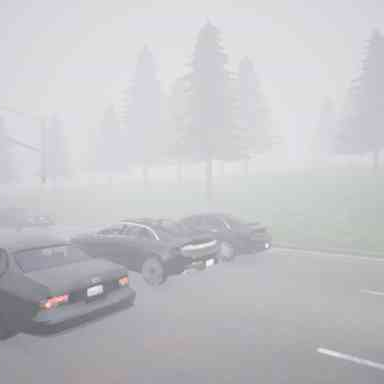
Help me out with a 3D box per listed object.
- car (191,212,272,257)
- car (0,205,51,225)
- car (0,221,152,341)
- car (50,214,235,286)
[{"bbox_3d":[0.472,1.496,12.254,4.892,1.490,1.837,0,0,36],"label":"car"},{"bbox_3d":[-10.411,1.519,20.018,5.357,1.411,2.033,0,0,35],"label":"car"},{"bbox_3d":[-3.514,1.538,6.500,5.357,1.411,2.033,0,0,35],"label":"car"},{"bbox_3d":[-1.546,1.482,9.393,4.902,1.511,2.128,0,0,36],"label":"car"}]
